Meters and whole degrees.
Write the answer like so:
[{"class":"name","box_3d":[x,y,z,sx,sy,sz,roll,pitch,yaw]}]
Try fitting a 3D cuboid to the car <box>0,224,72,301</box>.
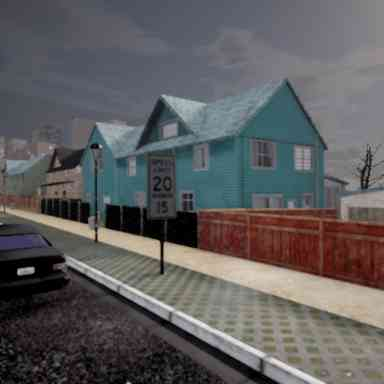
[{"class":"car","box_3d":[-4.607,1.502,8.145,2.033,1.411,5.357,0,0,-38]}]
